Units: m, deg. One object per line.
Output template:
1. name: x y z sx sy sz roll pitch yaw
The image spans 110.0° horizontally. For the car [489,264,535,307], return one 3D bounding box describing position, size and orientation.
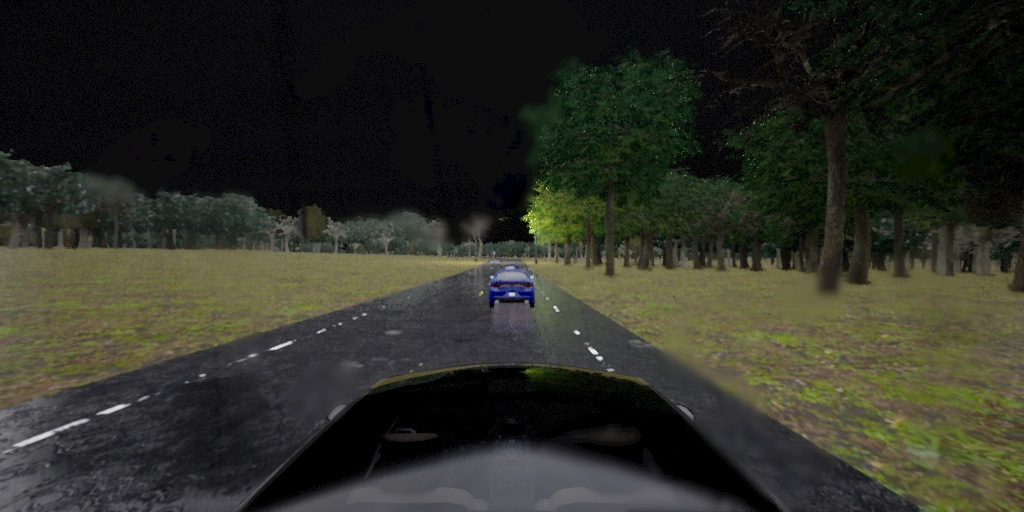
1. car: 0.003 1.332 16.312 1.882 1.535 5.008 0 0 0
